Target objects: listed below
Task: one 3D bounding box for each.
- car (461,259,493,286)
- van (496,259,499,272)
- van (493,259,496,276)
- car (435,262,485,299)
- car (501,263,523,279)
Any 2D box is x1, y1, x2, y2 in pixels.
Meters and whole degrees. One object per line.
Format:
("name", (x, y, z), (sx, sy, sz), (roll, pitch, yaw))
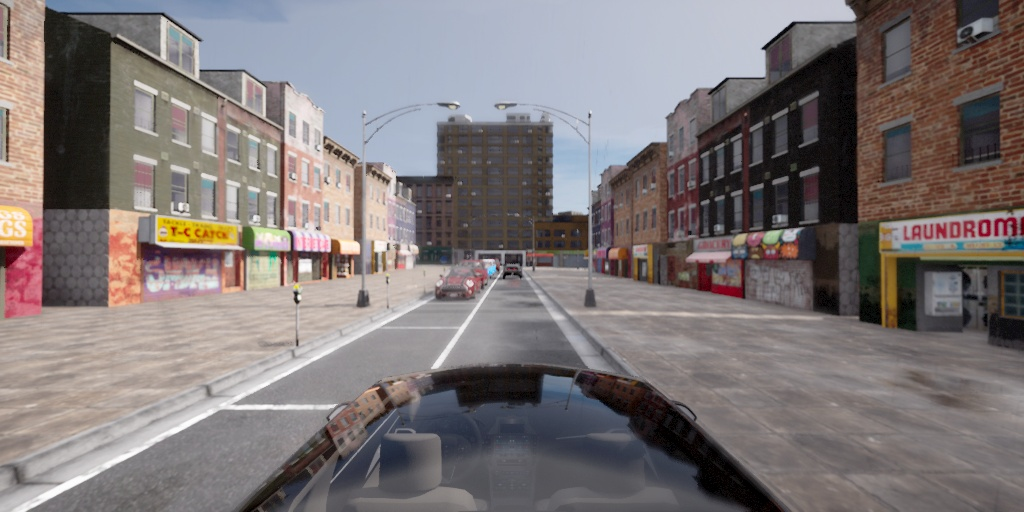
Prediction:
("car", (-2.675, 1.180, 23.769), (2.192, 1.841, 5.009), (0, 0, 0))
("van", (-2.701, 1.282, 40.101), (1.690, 1.789, 3.998), (0, 0, 0))
("van", (-2.693, 1.258, 34.657), (1.690, 1.789, 3.998), (0, 0, 0))
("car", (-2.666, 1.277, 18.324), (1.967, 1.591, 4.097), (0, 0, 0))
("car", (0.035, 1.423, 35.266), (1.837, 1.490, 4.892), (0, -1, 0))
